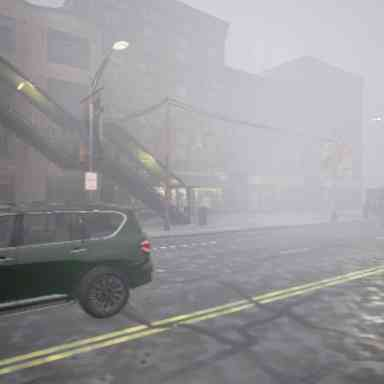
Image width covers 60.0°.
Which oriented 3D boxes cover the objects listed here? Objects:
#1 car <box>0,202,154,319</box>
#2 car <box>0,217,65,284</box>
[{"bbox_3d":[-3.366,1.227,5.892,5.566,2.045,2.150,1,0,-36],"label":"car"},{"bbox_3d":[-5.976,1.504,8.328,4.892,1.490,1.837,1,0,-36],"label":"car"}]
